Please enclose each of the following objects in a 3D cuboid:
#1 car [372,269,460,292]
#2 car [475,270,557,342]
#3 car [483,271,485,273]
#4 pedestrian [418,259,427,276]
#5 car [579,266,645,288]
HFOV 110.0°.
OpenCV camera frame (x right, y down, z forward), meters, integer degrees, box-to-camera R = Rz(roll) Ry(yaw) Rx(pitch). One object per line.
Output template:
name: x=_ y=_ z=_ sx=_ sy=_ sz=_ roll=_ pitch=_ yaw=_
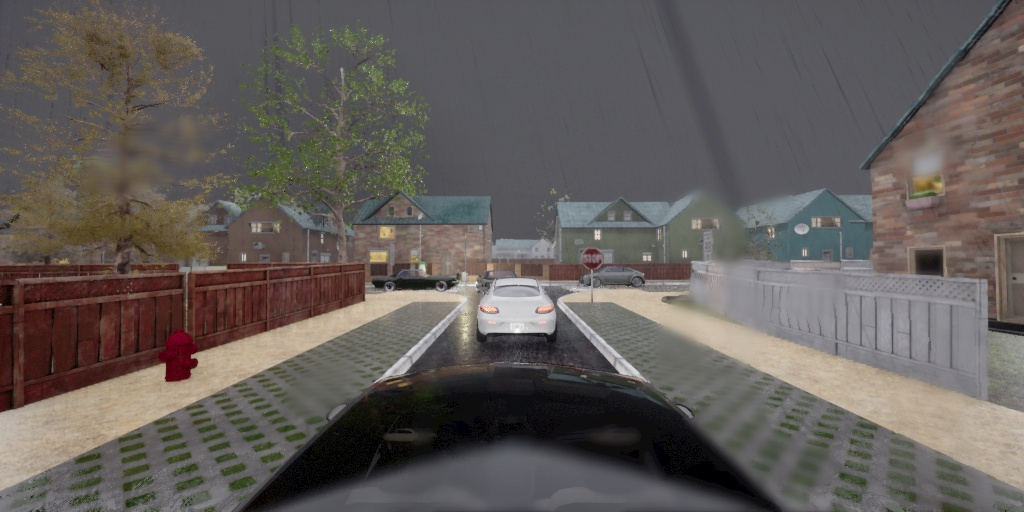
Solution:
car: x=-5.471 y=1.416 z=20.876 sx=4.718 sy=1.301 sz=1.895 roll=-1 pitch=-1 yaw=1
car: x=0.107 y=1.279 z=9.670 sx=1.812 sy=1.442 sz=4.674 roll=0 pitch=0 yaw=0
car: x=-0.747 y=1.366 z=18.489 sx=1.895 sy=1.301 sz=4.718 roll=0 pitch=-1 yaw=-12
pedestrian: x=-6.687 y=1.119 z=26.762 sx=0.375 sy=1.860 sz=0.375 roll=0 pitch=-1 yaw=1
car: x=6.551 y=1.344 z=23.660 sx=4.181 sy=1.385 sz=1.994 roll=0 pitch=-1 yaw=1
